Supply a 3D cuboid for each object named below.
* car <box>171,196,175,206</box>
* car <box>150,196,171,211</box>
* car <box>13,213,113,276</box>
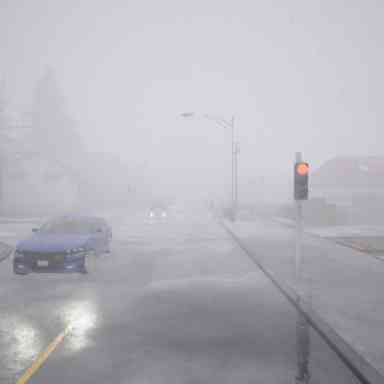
[{"bbox_3d":[-4.087,1.525,51.184,1.812,1.442,4.674,0,0,0],"label":"car"},{"bbox_3d":[-4.093,1.505,41.611,1.837,1.490,4.892,0,0,0],"label":"car"},{"bbox_3d":[-3.798,1.478,10.665,1.882,1.535,5.008,1,0,-3],"label":"car"}]
